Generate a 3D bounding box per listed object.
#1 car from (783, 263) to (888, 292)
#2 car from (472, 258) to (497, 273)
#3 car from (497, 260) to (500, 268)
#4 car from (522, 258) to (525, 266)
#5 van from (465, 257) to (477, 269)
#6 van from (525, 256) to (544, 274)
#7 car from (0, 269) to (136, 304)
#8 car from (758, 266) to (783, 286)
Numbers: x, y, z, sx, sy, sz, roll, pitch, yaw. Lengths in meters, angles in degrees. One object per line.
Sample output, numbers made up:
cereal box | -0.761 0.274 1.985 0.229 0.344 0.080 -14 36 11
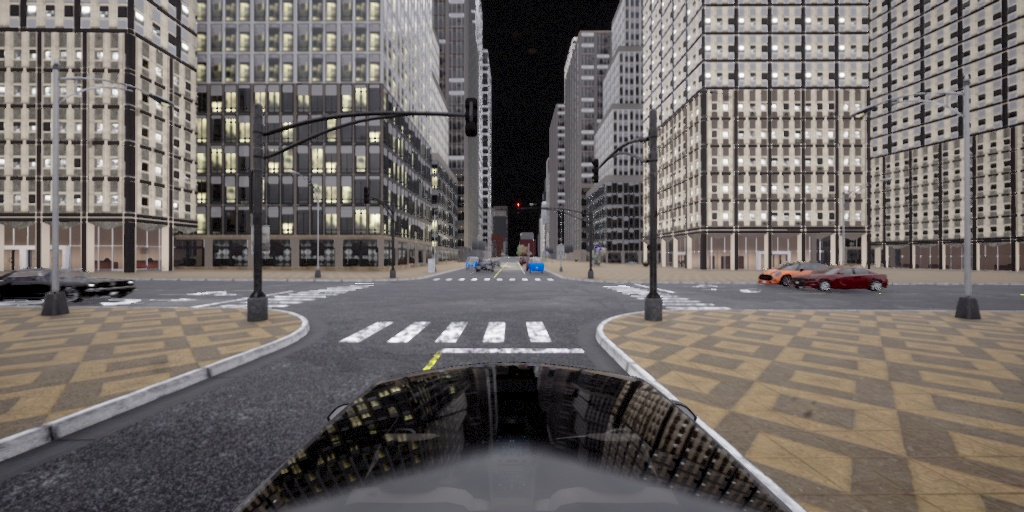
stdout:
car | 19.884 1.368 21.900 5.008 1.535 1.882 0 0 -1
car | -3.172 1.276 42.516 1.994 1.385 4.181 0 0 0
car | -3.057 1.258 60.700 1.994 1.385 4.181 0 0 1
car | 2.650 1.253 46.400 1.888 1.381 4.507 0 0 0
van | -5.728 1.043 51.975 1.690 1.789 3.998 0 0 0
van | 2.714 1.054 40.862 1.690 1.789 3.998 0 0 0
car | -18.403 1.188 14.528 4.718 1.301 1.895 0 0 -1
car | 19.934 1.256 25.152 4.553 1.767 2.097 0 0 -1
